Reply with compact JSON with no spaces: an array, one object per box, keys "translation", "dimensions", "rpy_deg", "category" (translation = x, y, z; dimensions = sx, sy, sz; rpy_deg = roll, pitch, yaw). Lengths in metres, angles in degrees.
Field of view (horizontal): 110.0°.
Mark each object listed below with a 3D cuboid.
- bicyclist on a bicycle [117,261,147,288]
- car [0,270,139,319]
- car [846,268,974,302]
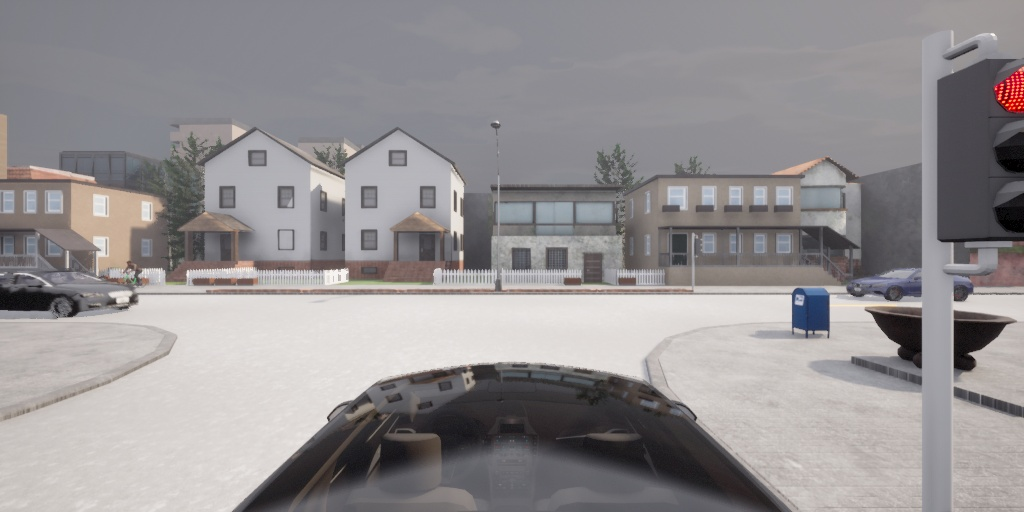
[{"translation":[-21.875,1.098,20.647],"dimensions":[0.582,1.620,1.656],"rpy_deg":[0,0,0],"category":"bicyclist on a bicycle"},{"translation":[-15.756,1.241,12.252],"dimensions":[4.902,1.511,2.128],"rpy_deg":[0,0,0],"category":"car"},{"translation":[18.185,1.275,16.451],"dimensions":[4.674,1.442,1.812],"rpy_deg":[0,0,0],"category":"car"}]
